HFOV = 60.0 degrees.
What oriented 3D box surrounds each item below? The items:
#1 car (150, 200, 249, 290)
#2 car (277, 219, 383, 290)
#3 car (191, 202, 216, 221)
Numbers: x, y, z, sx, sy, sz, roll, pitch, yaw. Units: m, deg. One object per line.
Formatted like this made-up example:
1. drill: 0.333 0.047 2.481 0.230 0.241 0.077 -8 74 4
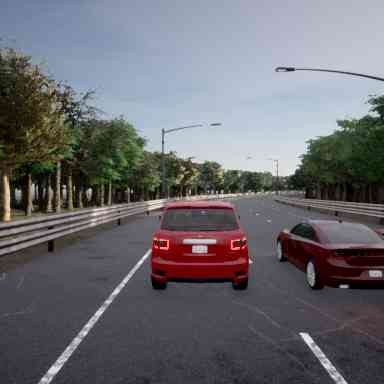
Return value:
1. car: 0.207 1.223 9.237 2.150 2.045 5.566 0 0 1
2. car: 3.713 1.479 9.113 1.882 1.535 5.008 0 0 1
3. car: 1.031 1.569 28.223 1.994 1.385 4.181 0 0 4
